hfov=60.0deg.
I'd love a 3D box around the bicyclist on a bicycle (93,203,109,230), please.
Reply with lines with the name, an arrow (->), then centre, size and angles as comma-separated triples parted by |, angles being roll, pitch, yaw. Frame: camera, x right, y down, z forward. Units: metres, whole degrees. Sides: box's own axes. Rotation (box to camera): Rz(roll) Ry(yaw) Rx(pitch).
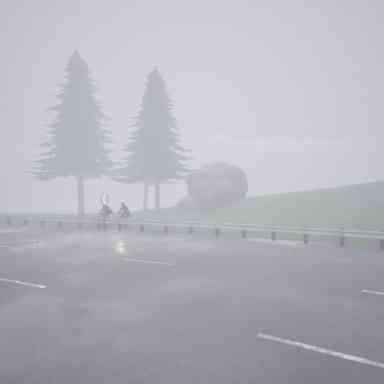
bicyclist on a bicycle -> -5.146, 1.419, 19.705 | 0.582, 1.620, 1.656 | 0, -3, 36

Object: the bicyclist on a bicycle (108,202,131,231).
bicyclist on a bicycle -> -3.965, 1.430, 19.317 | 0.582, 1.620, 1.656 | 0, -5, 23
